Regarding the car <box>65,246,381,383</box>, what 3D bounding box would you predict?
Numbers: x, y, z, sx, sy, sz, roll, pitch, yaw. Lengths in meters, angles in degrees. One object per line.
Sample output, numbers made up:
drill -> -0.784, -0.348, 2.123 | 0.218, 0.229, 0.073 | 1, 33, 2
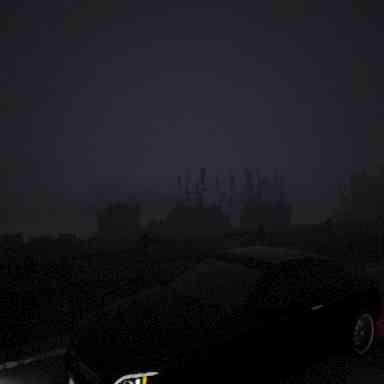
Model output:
car -> 0.769, 1.544, 4.499 | 4.674, 1.442, 1.812 | 0, 0, -35
